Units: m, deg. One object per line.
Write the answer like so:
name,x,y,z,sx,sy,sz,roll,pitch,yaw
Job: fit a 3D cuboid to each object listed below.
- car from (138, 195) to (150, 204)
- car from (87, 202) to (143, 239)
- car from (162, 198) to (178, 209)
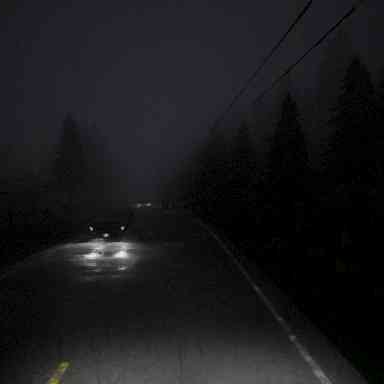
car,-8.309,1.233,57.648,1.882,1.535,5.008,0,0,-8
car,-3.858,1.476,17.056,2.033,1.411,5.357,0,0,-3
car,-2.800,1.422,41.531,1.895,1.301,4.718,0,0,-7
